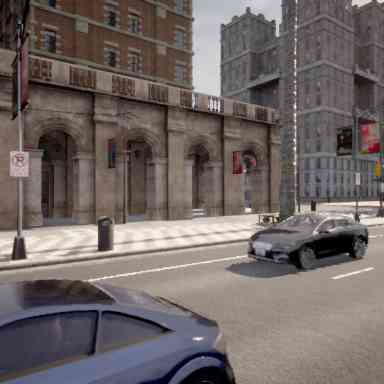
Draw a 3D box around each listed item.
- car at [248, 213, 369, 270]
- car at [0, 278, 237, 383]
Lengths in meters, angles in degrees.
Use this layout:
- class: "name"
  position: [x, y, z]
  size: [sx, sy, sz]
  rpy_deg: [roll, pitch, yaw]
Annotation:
- class: "car"
  position: [3.991, 1.491, 11.111]
  size: [4.902, 1.511, 2.128]
  rpy_deg: [0, 0, -35]
- class: "car"
  position: [-1.633, 1.564, 2.827]
  size: [4.181, 1.385, 1.994]
  rpy_deg: [0, 0, -35]
